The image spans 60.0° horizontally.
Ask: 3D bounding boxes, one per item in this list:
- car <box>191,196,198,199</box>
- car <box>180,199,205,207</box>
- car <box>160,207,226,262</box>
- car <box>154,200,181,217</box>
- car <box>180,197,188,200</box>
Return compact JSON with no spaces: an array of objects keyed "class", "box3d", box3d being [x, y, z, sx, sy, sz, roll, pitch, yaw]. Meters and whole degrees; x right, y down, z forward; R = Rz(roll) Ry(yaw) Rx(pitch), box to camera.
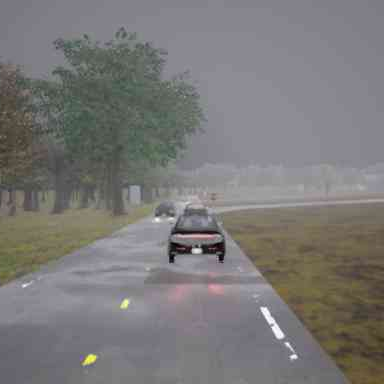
[{"class":"car","box3d":[0.695,1.951,89.458,1.882,1.535,5.008,0,0,0]},{"class":"car","box3d":[0.283,1.591,26.380,1.882,1.535,5.008,0,0,1]},{"class":"car","box3d":[0.163,1.539,12.262,2.128,1.511,4.902,0,0,0]},{"class":"car","box3d":[-2.520,1.704,32.970,2.033,1.411,5.357,0,0,1]},{"class":"car","box3d":[-2.073,2.019,87.211,1.812,1.442,4.674,0,0,0]}]
